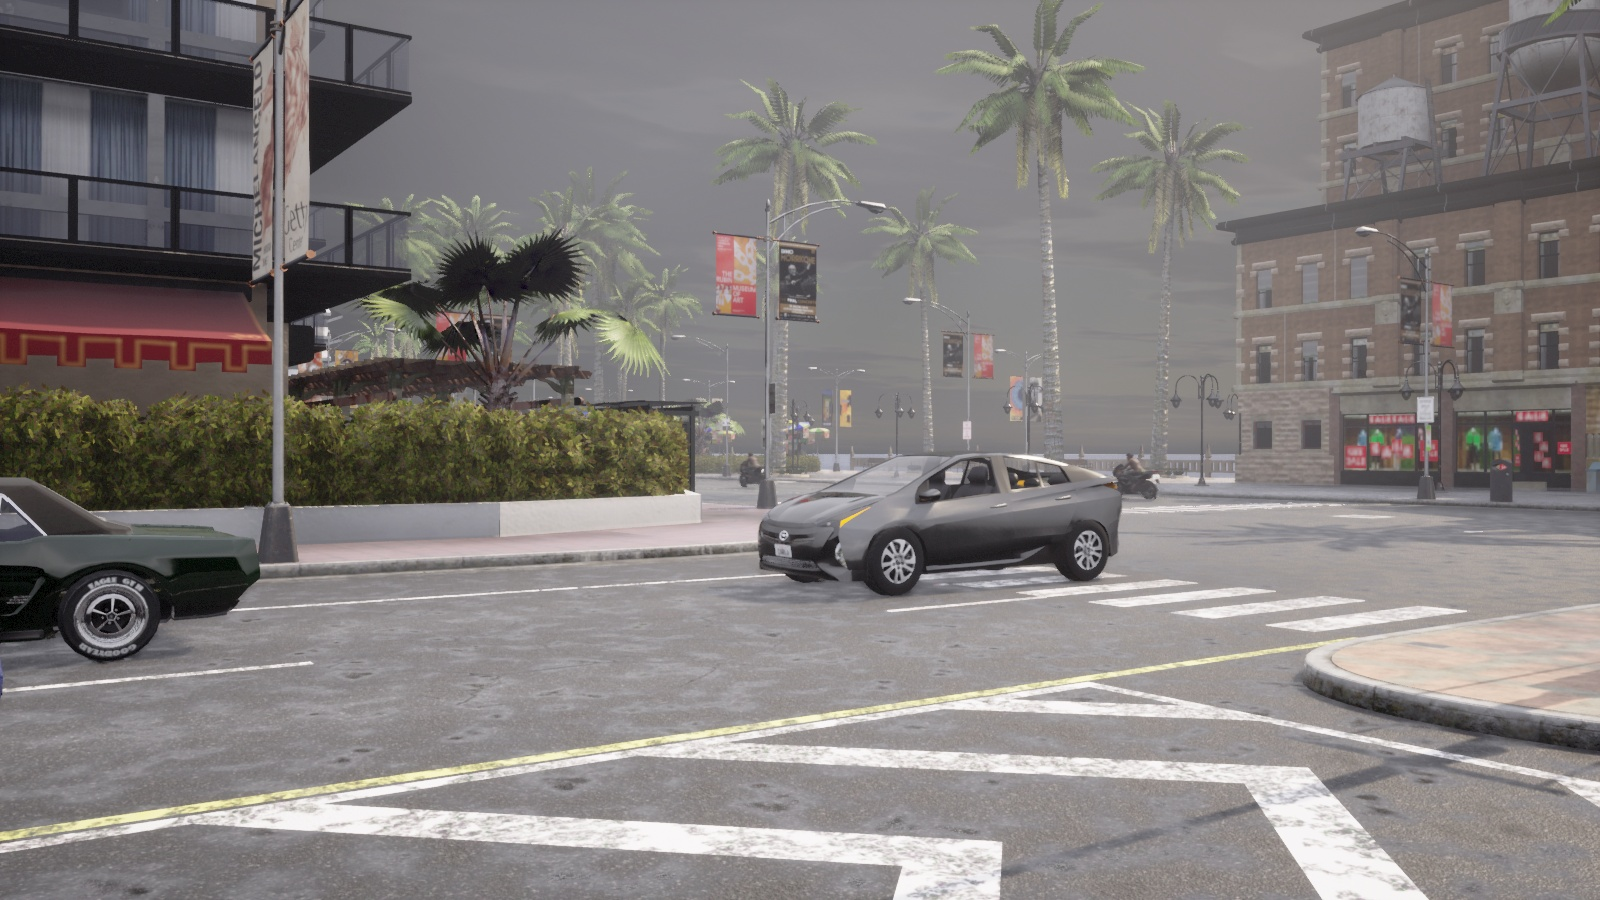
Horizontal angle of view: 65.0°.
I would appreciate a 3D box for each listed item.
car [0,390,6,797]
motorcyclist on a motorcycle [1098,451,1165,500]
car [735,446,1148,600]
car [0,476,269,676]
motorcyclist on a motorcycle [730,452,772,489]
[{"bbox_3d":[-5.925,0.628,5.020,4.553,1.767,2.097,0,0,-35],"label":"car"},{"bbox_3d":[10.650,0.803,40.425,0.797,1.523,2.044,0,0,-34],"label":"motorcyclist on a motorcycle"},{"bbox_3d":[1.706,0.722,14.580,4.514,1.525,2.007,0,0,-33],"label":"car"},{"bbox_3d":[-6.481,0.881,8.894,4.718,1.301,1.895,0,0,-35],"label":"car"},{"bbox_3d":[-2.058,0.860,52.819,0.797,1.523,2.044,0,0,-34],"label":"motorcyclist on a motorcycle"}]
